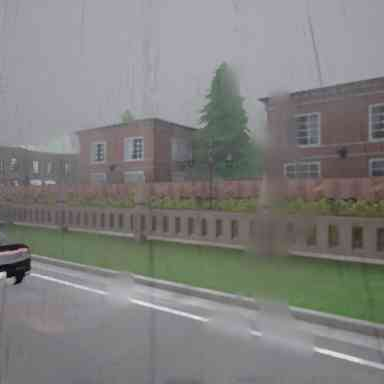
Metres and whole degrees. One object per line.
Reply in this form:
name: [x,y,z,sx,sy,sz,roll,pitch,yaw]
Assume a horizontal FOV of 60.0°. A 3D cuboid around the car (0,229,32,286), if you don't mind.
car: [-5.910,1.505,8.208,4.902,1.511,2.128,0,0,36]
